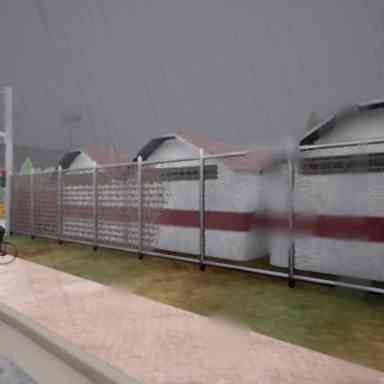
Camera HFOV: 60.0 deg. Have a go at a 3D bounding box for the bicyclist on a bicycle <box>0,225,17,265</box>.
[{"bbox_3d":[-6.042,1.390,9.739,1.656,1.620,0.582,0,0,-30],"label":"bicyclist on a bicycle"}]

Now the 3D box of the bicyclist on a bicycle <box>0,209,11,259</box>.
[{"bbox_3d":[-6.860,1.400,10.780,0.582,1.620,1.656,0,0,36],"label":"bicyclist on a bicycle"}]
